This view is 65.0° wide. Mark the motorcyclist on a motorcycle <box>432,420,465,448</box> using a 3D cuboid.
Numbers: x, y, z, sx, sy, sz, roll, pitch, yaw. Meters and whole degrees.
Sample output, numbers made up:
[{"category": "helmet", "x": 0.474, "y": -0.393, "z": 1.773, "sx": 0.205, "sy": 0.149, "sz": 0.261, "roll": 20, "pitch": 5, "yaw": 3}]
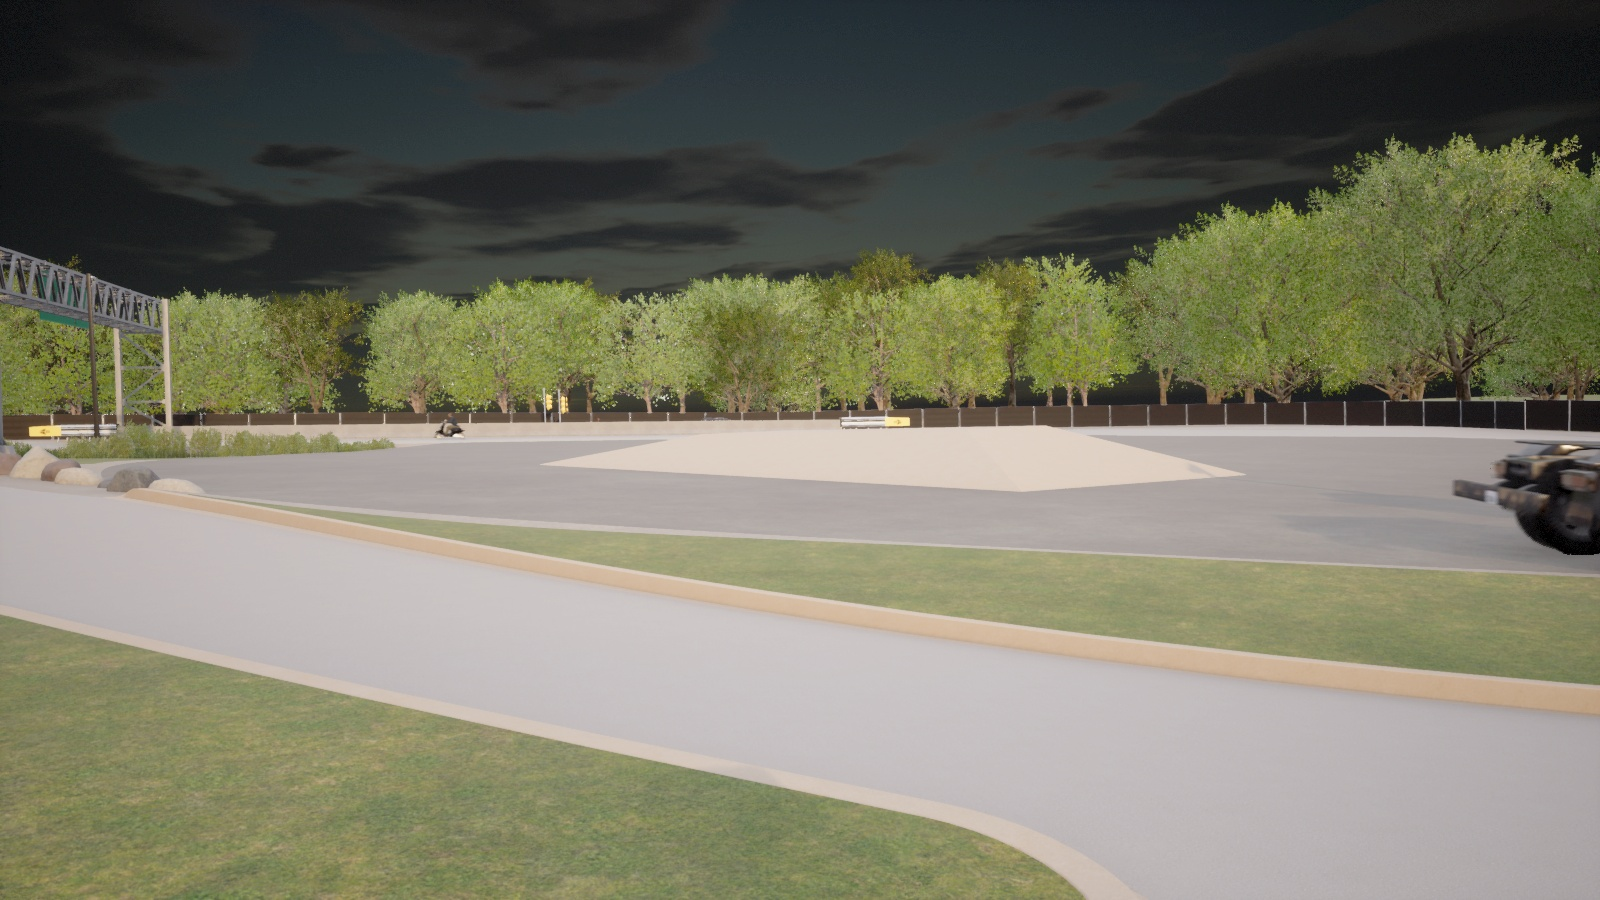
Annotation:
[{"category": "motorcyclist on a motorcycle", "x": -20.997, "y": -0.944, "z": 75.062, "sx": 1.817, "sy": 1.590, "sz": 0.866, "roll": -2, "pitch": 2, "yaw": -18}]

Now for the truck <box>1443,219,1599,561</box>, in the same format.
[{"category": "truck", "x": 11.706, "y": -0.674, "z": 13.565, "sx": 7.936, "sy": 3.462, "sz": 2.891, "roll": 0, "pitch": 2, "yaw": 10}]
